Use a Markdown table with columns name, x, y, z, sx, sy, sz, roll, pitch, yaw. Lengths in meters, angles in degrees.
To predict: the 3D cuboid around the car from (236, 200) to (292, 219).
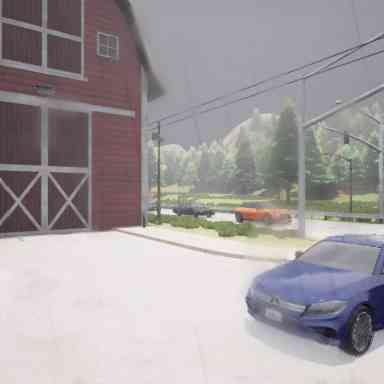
| name | x | y | z | sx | sy | sz | roll | pitch | yaw |
| --- | --- | --- | --- | --- | --- | --- | --- | --- | --- |
| car | 5.438 | 1.526 | 25.599 | 2.097 | 1.767 | 4.553 | 0 | 0 | -34 |

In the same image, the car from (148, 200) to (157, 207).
| name | x | y | z | sx | sy | sz | roll | pitch | yaw |
| --- | --- | --- | --- | --- | --- | --- | --- | --- | --- |
| car | -5.559 | 1.841 | 41.674 | 1.994 | 1.385 | 4.181 | 0 | 0 | -35 |

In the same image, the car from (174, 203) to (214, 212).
| name | x | y | z | sx | sy | sz | roll | pitch | yaw |
| --- | --- | --- | --- | --- | --- | --- | --- | --- | --- |
| car | 0.060 | 1.771 | 33.457 | 2.033 | 1.411 | 5.357 | 0 | 0 | -34 |

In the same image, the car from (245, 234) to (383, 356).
| name | x | y | z | sx | sy | sz | roll | pitch | yaw |
| --- | --- | --- | --- | --- | --- | --- | --- | --- | --- |
| car | 3.092 | 1.556 | 6.208 | 4.674 | 1.442 | 1.812 | 1 | -1 | -35 |

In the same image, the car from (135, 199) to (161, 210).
| name | x | y | z | sx | sy | sz | roll | pitch | yaw |
| --- | --- | --- | --- | --- | --- | --- | --- | --- | --- |
| car | -6.605 | 1.849 | 49.579 | 1.812 | 1.442 | 4.674 | 0 | 0 | -34 |
